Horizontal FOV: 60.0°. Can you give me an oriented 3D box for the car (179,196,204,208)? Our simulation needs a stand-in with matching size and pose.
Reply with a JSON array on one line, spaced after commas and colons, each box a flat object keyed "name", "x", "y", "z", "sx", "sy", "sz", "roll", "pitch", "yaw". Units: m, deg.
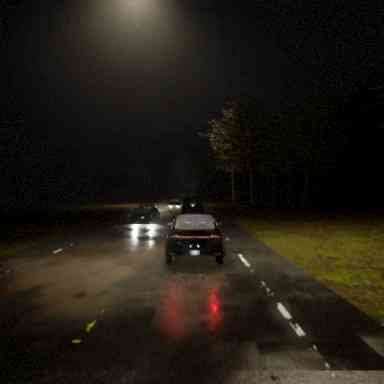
[{"name": "car", "x": 0.090, "y": 1.409, "z": 34.350, "sx": 2.150, "sy": 2.045, "sz": 5.566, "roll": 0, "pitch": 0, "yaw": 0}]

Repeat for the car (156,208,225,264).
[{"name": "car", "x": 0.089, "y": 1.546, "z": 12.079, "sx": 2.128, "sy": 1.511, "sz": 4.902, "roll": 0, "pitch": 0, "yaw": 0}]

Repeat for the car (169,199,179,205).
[{"name": "car", "x": -3.522, "y": 2.027, "z": 67.409, "sx": 1.895, "sy": 1.301, "sz": 4.718, "roll": 0, "pitch": 0, "yaw": 0}]

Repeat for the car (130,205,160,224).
[{"name": "car", "x": -3.607, "y": 1.695, "z": 26.215, "sx": 1.994, "sy": 1.385, "sz": 4.181, "roll": 0, "pitch": 0, "yaw": 0}]
